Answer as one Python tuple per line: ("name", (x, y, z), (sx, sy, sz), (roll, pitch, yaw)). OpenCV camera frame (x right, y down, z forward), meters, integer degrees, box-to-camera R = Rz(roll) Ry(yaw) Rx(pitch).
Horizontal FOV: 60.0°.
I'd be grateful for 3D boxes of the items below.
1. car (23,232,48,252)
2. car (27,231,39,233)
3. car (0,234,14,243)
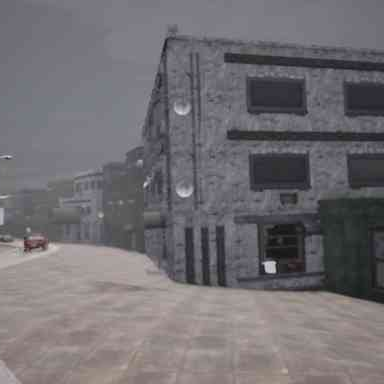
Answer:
("car", (-15.922, 5.215, 34.123), (1.882, 1.535, 5.008), (-1, -7, -19))
("car", (-23.746, 6.943, 49.524), (2.150, 2.045, 5.566), (0, -5, -33))
("car", (-35.797, 8.841, 63.659), (5.357, 1.411, 2.033), (-5, -4, 44))
